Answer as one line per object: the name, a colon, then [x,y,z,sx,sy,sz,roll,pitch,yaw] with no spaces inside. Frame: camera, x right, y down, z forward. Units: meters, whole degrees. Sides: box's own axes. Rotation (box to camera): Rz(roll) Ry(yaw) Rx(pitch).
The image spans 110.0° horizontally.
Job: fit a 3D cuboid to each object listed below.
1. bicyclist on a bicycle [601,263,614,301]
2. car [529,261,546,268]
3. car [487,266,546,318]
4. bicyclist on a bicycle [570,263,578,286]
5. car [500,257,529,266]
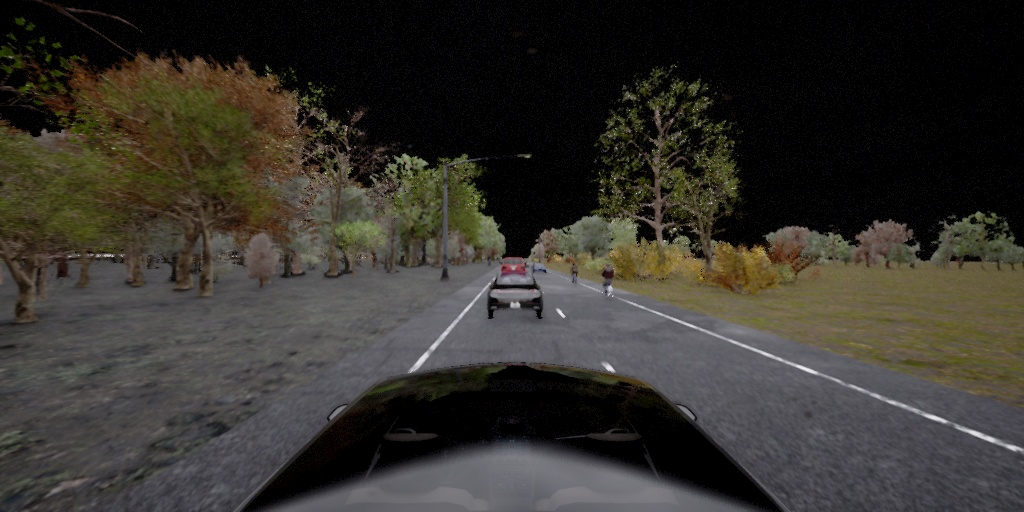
bicyclist on a bicycle: [4.471,1.206,16.920,0.659,1.776,1.843,0,0,0]
car: [3.619,1.560,48.883,2.033,1.411,5.357,0,0,0]
car: [0.102,1.306,13.333,2.128,1.511,4.902,0,0,0]
bicyclist on a bicycle: [4.476,1.338,25.729,0.582,1.620,1.656,0,-1,0]
car: [0.111,1.142,32.477,2.150,2.045,5.566,0,0,0]
